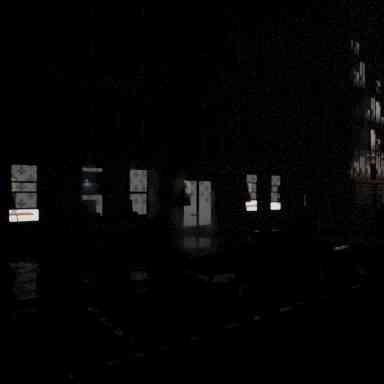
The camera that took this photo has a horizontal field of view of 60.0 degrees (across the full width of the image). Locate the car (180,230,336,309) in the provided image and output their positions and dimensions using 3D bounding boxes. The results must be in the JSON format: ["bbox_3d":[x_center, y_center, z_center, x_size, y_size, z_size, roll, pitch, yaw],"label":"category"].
[{"bbox_3d":[1.710,1.582,7.791,4.206,1.307,1.802,0,0,-36],"label":"car"}]
